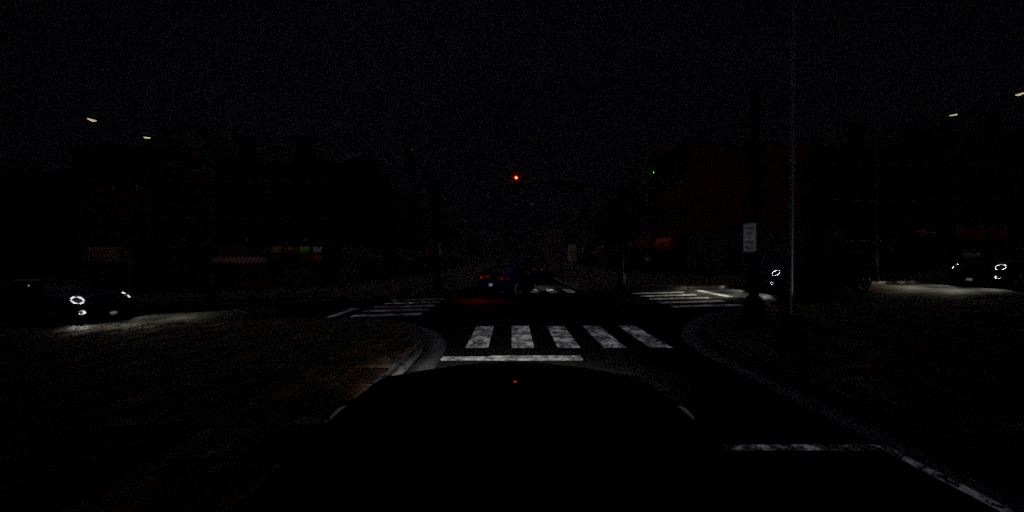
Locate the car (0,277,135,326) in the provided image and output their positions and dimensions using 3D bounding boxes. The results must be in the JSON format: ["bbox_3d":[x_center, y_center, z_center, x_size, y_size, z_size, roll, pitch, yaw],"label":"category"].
[{"bbox_3d":[-17.063,1.599,13.316,4.553,1.767,2.097,-2,0,0],"label":"car"}]

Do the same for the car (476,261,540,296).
[{"bbox_3d":[-0.223,1.233,19.442,1.882,1.535,5.008,1,0,19],"label":"car"}]

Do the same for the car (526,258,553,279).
[{"bbox_3d":[2.632,1.223,33.158,1.967,1.591,4.097,0,0,0],"label":"car"}]

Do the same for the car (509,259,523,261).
[{"bbox_3d":[0.095,1.353,42.460,2.033,1.411,5.357,0,0,0],"label":"car"}]

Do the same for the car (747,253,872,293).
[{"bbox_3d":[13.358,0.684,16.349,4.553,1.767,2.097,-1,0,1],"label":"car"}]

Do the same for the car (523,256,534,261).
[{"bbox_3d":[2.631,1.110,38.560,2.192,1.841,5.009,0,0,0],"label":"car"}]

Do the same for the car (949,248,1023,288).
[{"bbox_3d":[23.076,0.432,16.345,4.553,1.767,2.097,-1,0,0],"label":"car"}]
